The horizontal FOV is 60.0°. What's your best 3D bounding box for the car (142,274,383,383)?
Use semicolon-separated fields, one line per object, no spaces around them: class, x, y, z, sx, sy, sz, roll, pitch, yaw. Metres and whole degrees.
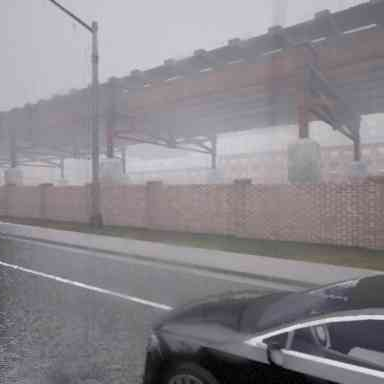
car;1.722;1.489;2.729;4.902;1.511;2.128;0;0;36
